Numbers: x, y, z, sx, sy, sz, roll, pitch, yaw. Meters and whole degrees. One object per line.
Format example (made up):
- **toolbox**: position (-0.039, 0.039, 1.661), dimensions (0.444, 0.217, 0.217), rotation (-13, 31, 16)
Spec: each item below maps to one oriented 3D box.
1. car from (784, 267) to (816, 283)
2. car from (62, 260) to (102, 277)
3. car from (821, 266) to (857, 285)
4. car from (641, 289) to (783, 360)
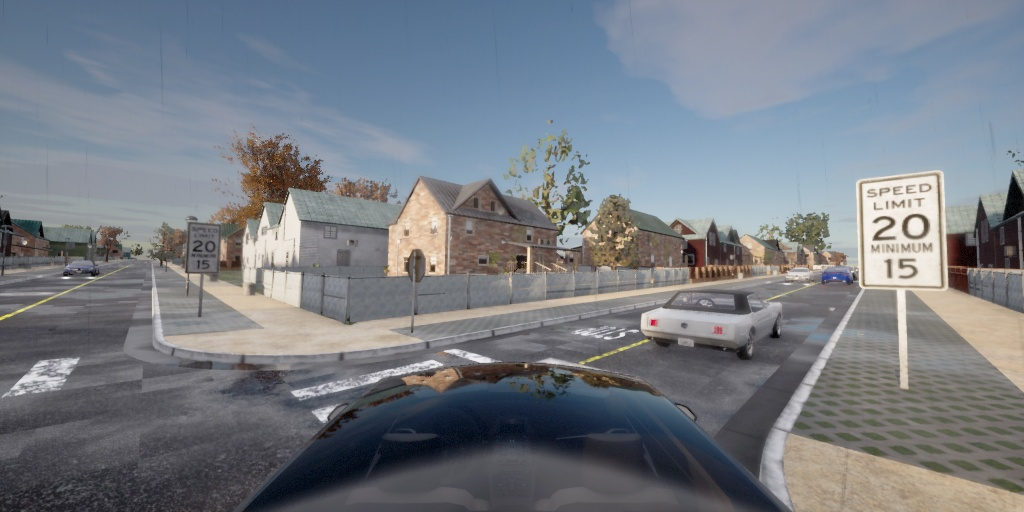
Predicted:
- **car**: position (28.325, 1.855, 35.207), dimensions (4.674, 1.442, 1.812), rotation (1, -2, -44)
- **car**: position (-40.004, 1.130, 33.407), dimensions (4.674, 1.442, 1.812), rotation (0, -3, 45)
- **car**: position (28.916, 1.719, 31.860), dimensions (5.008, 1.535, 1.882), rotation (1, -2, -44)
- **car**: position (5.025, 1.441, 8.633), dimensions (4.718, 1.301, 1.895), rotation (1, -2, -44)
